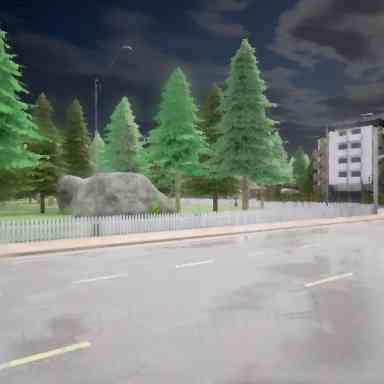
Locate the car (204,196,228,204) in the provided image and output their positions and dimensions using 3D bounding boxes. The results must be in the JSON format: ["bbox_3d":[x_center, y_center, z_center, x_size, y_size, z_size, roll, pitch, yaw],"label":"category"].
[{"bbox_3d":[3.901,1.518,61.540,2.128,1.511,4.902,0,0,-34],"label":"car"}]

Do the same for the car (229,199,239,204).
[{"bbox_3d":[6.801,1.558,63.500,1.837,1.490,4.892,0,0,-34],"label":"car"}]
